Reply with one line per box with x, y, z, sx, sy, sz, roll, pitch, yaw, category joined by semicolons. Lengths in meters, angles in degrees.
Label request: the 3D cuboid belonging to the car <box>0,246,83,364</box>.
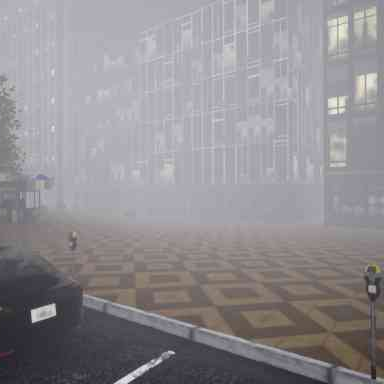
-3.568;1.566;5.417;4.313;1.339;1.947;0;0;35;car
